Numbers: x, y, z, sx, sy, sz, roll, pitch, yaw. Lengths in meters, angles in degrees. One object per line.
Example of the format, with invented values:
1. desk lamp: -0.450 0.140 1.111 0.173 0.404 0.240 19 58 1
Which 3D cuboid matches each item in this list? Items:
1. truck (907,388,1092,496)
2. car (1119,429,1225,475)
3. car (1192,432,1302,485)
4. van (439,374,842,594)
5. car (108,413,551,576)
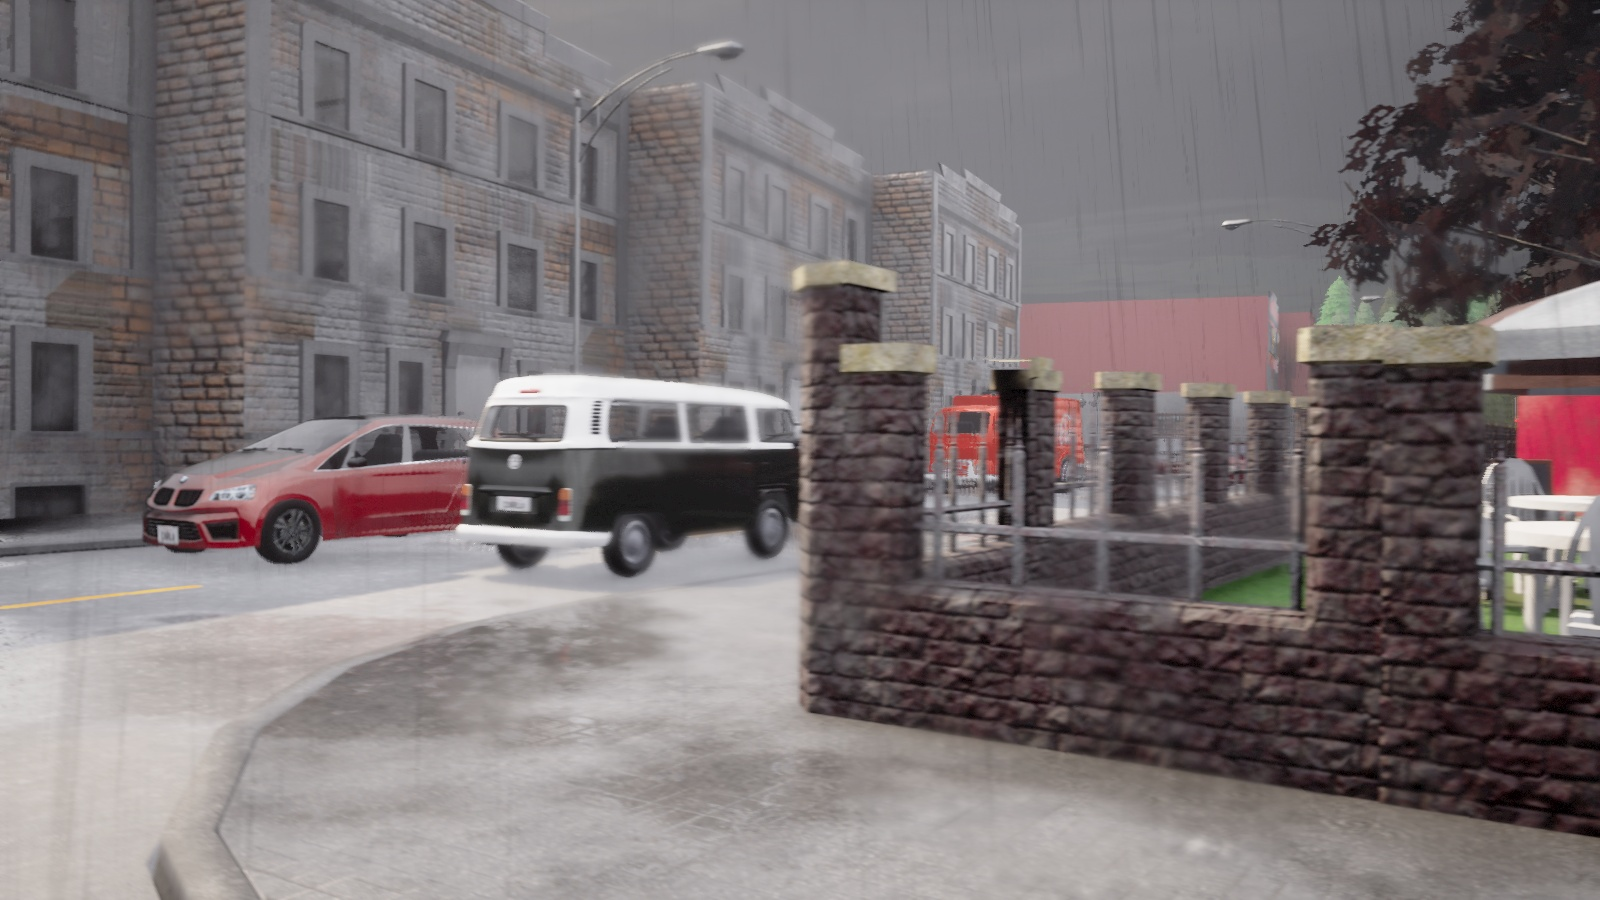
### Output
1. truck: 5.088 -0.223 31.388 2.627 2.467 5.204 0 1 33
2. car: 12.803 0.038 43.050 2.163 1.488 4.792 0 1 33
3. car: 12.793 0.199 35.786 1.994 1.385 4.181 0 1 33
4. van: -1.572 0.280 14.070 2.069 2.038 4.480 0 1 33
5. car: -5.522 0.418 15.349 2.242 1.667 4.611 0 1 33
